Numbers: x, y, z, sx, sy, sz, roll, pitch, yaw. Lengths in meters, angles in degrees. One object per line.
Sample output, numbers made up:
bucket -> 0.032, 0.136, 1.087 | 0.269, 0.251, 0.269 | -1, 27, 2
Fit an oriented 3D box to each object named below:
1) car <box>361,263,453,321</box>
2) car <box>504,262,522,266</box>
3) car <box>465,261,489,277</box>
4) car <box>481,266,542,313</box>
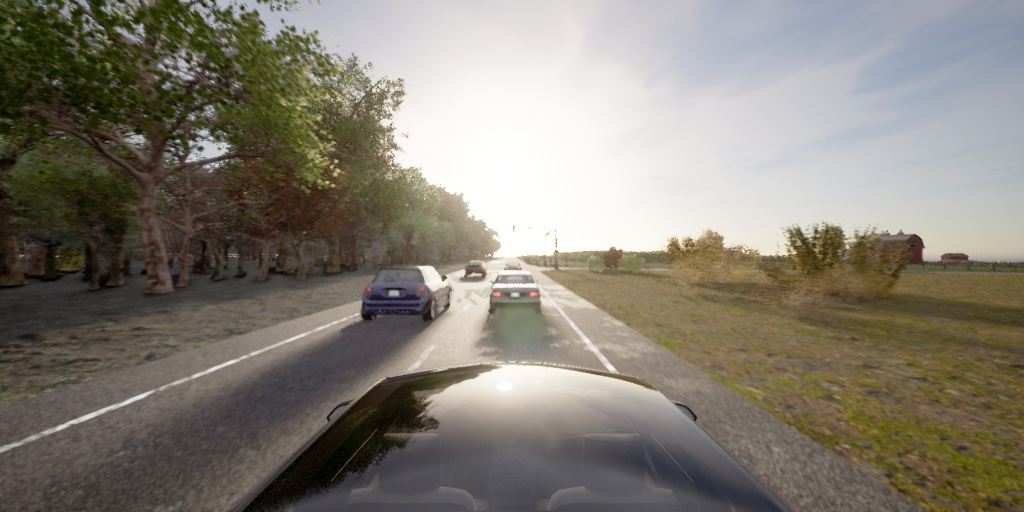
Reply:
car -> -3.397, 1.085, 12.455 | 2.097, 1.767, 4.553 | 0, 0, 0
car -> 0.106, 1.286, 37.666 | 1.895, 1.301, 4.718 | 0, 0, 0
car -> -3.393, 1.196, 34.472 | 1.837, 1.490, 4.892 | 0, 0, 0
car -> 0.101, 1.278, 13.886 | 2.033, 1.411, 5.357 | 0, 0, 0
